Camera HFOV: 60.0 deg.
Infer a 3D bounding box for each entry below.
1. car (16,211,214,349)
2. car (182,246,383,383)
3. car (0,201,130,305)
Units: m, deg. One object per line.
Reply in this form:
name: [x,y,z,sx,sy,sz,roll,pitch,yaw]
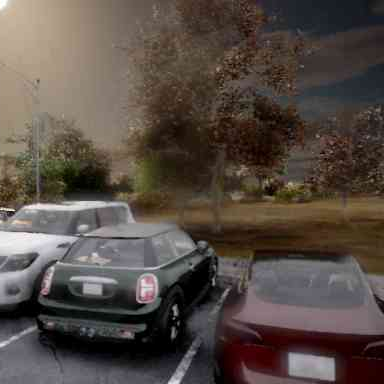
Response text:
car: [-0.835,1.397,6.676,2.185,1.767,4.553,0,-1,15]
car: [1.604,1.534,5.014,2.163,1.488,4.792,0,-1,15]
car: [-3.263,1.281,8.387,2.435,2.045,5.566,1,-1,15]
